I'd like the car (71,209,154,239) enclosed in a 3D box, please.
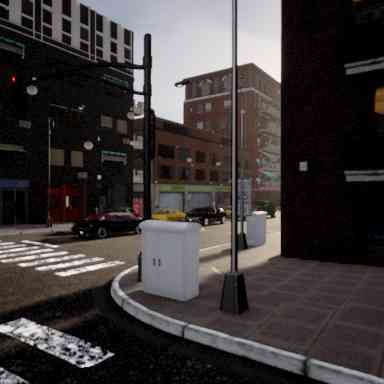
[{"bbox_3d":[-4.678,1.906,19.664,1.895,1.301,4.718,0,-1,35],"label":"car"}]

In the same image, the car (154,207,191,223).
[{"bbox_3d":[-2.367,1.973,27.530,1.752,1.417,4.829,-1,-2,35],"label":"car"}]

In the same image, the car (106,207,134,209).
[{"bbox_3d":[-5.429,1.787,23.142,1.967,1.590,4.097,-1,-2,35],"label":"car"}]

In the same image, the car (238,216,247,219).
[{"bbox_3d":[3.952,2.182,36.591,1.752,1.417,4.829,-1,-2,35],"label":"car"}]

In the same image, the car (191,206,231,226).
[{"bbox_3d":[1.246,2.006,28.157,1.837,1.490,4.892,0,-1,35],"label":"car"}]

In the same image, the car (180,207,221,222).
[{"bbox_3d":[0.890,2.122,32.199,1.947,1.339,4.313,-1,-2,35],"label":"car"}]

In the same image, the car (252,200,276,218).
[{"bbox_3d":[7.581,1.933,37.226,2.150,2.045,5.566,0,-1,35],"label":"car"}]
